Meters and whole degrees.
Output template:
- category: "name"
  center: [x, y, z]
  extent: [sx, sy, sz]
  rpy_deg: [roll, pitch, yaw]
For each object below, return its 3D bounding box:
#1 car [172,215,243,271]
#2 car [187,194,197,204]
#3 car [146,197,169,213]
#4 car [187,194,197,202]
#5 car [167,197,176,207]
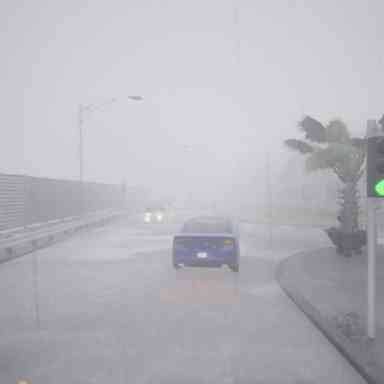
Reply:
- category: "car"
  center: [0.647, 1.489, 11.145]
  extent: [1.882, 1.535, 5.008]
  rpy_deg: [0, 0, 9]
- category: "car"
  center: [0.011, 1.630, 65.911]
  extent: [1.994, 1.385, 4.181]
  rpy_deg: [0, 0, 0]
- category: "car"
  center: [-4.083, 1.602, 37.982]
  extent: [1.994, 1.385, 4.181]
  rpy_deg: [0, 0, 0]
- category: "car"
  center: [0.012, 1.311, 75.918]
  extent: [2.097, 1.767, 4.553]
  rpy_deg: [0, 0, 0]
- category: "car"
  center: [-4.058, 1.559, 52.604]
  extent: [1.837, 1.490, 4.892]
  rpy_deg: [0, 0, 0]
